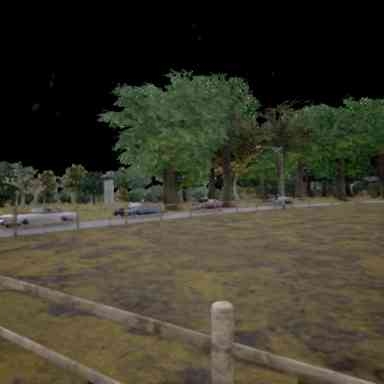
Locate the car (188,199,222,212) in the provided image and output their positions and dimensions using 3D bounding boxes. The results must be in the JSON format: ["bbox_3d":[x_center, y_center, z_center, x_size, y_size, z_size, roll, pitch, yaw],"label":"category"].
[{"bbox_3d":[1.618,1.539,38.576,1.812,1.442,4.674,-2,-1,43],"label":"car"}]

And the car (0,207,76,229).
[{"bbox_3d":[-10.616,1.738,23.101,1.895,1.301,4.718,-2,-1,36],"label":"car"}]

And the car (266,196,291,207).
[{"bbox_3d":[12.946,1.387,49.097,4.674,1.442,1.812,-1,-1,-38],"label":"car"}]

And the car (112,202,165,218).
[{"bbox_3d":[-4.798,1.633,30.978,2.033,1.411,5.357,-2,-1,38],"label":"car"}]
